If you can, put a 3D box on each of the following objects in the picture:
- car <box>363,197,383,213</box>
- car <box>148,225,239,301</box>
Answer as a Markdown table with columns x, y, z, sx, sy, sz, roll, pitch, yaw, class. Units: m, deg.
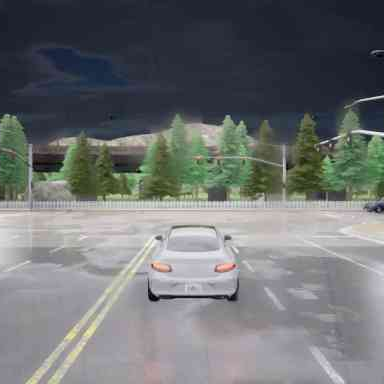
| x | y | z | sx | sy | sz | roll | pitch | yaw | class |
| --- | --- | --- | --- | --- | --- | --- | --- | --- | --- |
| 20.726 | 1.307 | 35.324 | 4.553 | 1.767 | 2.097 | 0 | 0 | 0 | car |
| 0.032 | 1.528 | 8.188 | 1.812 | 1.442 | 4.674 | 0 | 0 | 0 | car |
